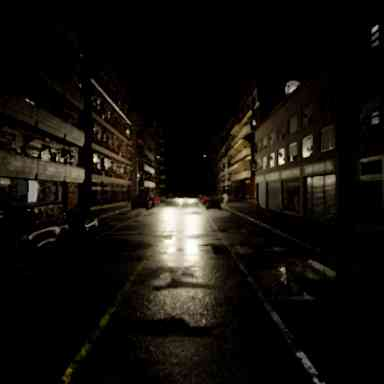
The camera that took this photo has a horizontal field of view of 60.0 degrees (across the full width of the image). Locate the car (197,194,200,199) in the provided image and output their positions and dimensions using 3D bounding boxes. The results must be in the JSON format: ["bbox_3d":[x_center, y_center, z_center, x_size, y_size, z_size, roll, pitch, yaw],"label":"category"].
[{"bbox_3d":[2.393,1.277,73.023,2.008,1.369,4.403,0,0,0],"label":"car"}]

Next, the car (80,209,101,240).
[{"bbox_3d":[-5.753,1.529,16.631,1.802,1.307,4.206,0,0,0],"label":"car"}]

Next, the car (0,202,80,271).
[{"bbox_3d":[-5.728,1.282,10.994,2.192,1.841,5.009,0,0,0],"label":"car"}]

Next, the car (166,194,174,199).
[{"bbox_3d":[-6.058,1.222,89.901,2.008,1.369,4.403,0,0,0],"label":"car"}]

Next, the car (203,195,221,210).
[{"bbox_3d":[2.533,1.379,39.377,1.752,1.417,4.829,0,0,0],"label":"car"}]

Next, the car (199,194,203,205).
[{"bbox_3d":[2.487,1.356,50.479,1.887,1.381,4.507,0,0,0],"label":"car"}]

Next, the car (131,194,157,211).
[{"bbox_3d":[-5.846,1.179,39.175,2.192,1.841,5.009,0,0,0],"label":"car"}]

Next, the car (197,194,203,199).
[{"bbox_3d":[2.299,1.163,95.738,1.752,1.417,4.829,0,0,0],"label":"car"}]

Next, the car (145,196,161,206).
[{"bbox_3d":[-5.893,1.367,50.449,1.887,1.381,4.507,0,0,0],"label":"car"}]

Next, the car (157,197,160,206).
[{"bbox_3d":[-5.870,1.283,44.811,1.967,1.590,4.097,0,0,0],"label":"car"}]
